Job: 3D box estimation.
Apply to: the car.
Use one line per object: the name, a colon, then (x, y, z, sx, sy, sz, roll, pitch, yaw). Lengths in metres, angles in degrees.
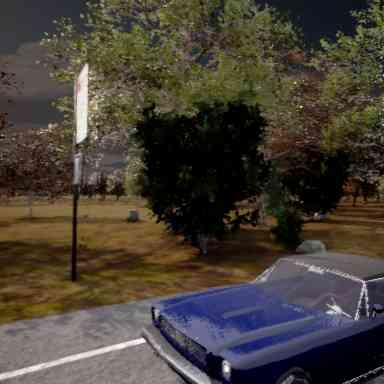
car: (1.778, 1.609, 4.542, 4.718, 1.301, 1.895, 0, 0, -30)
